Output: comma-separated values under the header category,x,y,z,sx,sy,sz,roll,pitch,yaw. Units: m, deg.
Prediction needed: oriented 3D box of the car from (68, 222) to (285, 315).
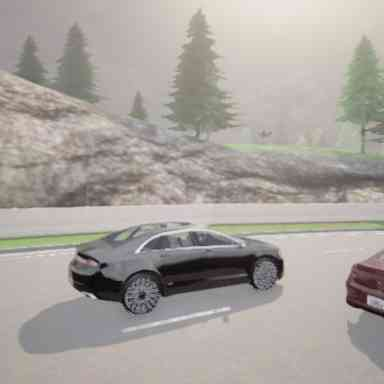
category,x,y,z,sx,sy,sz,roll,pitch,yaw
car,-0.110,1.421,7.333,4.902,1.511,2.128,0,1,-30

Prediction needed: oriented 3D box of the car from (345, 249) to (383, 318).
category,x,y,z,sx,sy,sz,roll,pitch,yaw
car,4.860,1.498,5.962,4.674,1.442,1.812,0,0,-25
